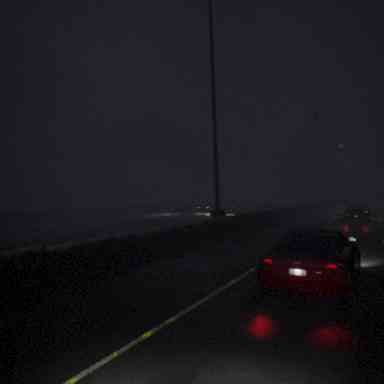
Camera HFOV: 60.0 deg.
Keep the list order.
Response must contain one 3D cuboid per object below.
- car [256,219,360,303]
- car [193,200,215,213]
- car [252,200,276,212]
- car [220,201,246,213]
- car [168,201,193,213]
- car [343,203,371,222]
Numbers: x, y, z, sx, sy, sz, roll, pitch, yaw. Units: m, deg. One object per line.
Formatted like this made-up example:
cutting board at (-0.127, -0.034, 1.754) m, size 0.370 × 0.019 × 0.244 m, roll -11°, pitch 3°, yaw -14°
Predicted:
car at (3.128, 1.602, 8.523) m, size 1.994 × 1.385 × 4.181 m, roll -1°, pitch -1°, yaw 29°
car at (2.508, 1.894, 43.649) m, size 1.837 × 1.490 × 4.892 m, roll -1°, pitch -1°, yaw 30°
car at (8.889, 1.759, 40.715) m, size 2.128 × 1.511 × 4.902 m, roll -1°, pitch -1°, yaw 30°
car at (5.309, 1.851, 41.494) m, size 1.812 × 1.442 × 4.674 m, roll -1°, pitch -1°, yaw 30°
car at (-1.299, 1.937, 44.027) m, size 2.128 × 1.511 × 4.902 m, roll -1°, pitch -1°, yaw 29°
car at (13.250, 1.593, 26.659) m, size 1.812 × 1.442 × 4.674 m, roll -1°, pitch -1°, yaw 29°
